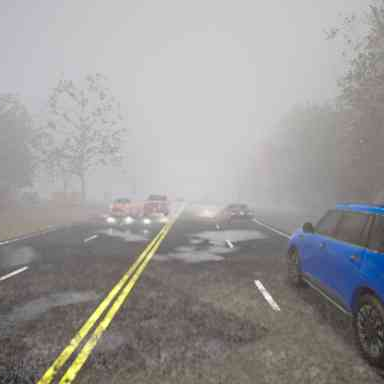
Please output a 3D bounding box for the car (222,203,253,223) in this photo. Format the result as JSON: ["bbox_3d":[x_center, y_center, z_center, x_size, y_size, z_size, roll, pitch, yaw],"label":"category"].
[{"bbox_3d":[3.472,1.557,25.838,2.033,1.411,5.357,-1,0,0],"label":"car"}]

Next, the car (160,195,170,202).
[{"bbox_3d":[-5.929,1.410,73.149,1.837,1.490,4.892,0,0,1],"label":"car"}]

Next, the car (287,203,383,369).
[{"bbox_3d":[3.399,1.203,5.859,2.150,2.045,5.566,1,1,0],"label":"car"}]

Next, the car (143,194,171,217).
[{"bbox_3d":[-3.202,1.198,31.454,2.150,2.045,5.566,0,0,1],"label":"car"}]

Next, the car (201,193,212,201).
[{"bbox_3d":[4.027,1.547,85.709,1.994,1.385,4.181,1,-1,1],"label":"car"}]

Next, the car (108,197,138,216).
[{"bbox_3d":[-6.469,1.304,31.526,2.097,1.767,4.553,0,0,0],"label":"car"}]

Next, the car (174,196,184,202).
[{"bbox_3d":[-2.707,1.505,71.287,1.994,1.385,4.181,0,0,1],"label":"car"}]
